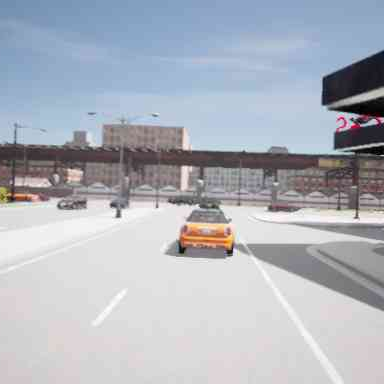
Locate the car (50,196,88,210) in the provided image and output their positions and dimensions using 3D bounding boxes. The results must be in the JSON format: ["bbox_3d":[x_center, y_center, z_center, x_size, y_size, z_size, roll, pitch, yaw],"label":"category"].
[{"bbox_3d":[-13.099,1.176,36.670,2.128,1.511,4.902,2,0,5],"label":"car"}]

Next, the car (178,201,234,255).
[{"bbox_3d":[0.650,1.472,14.193,2.097,1.767,4.553,2,0,3],"label":"car"}]

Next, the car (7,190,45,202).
[{"bbox_3d":[-25.398,0.605,50.334,4.553,1.767,2.097,3,0,4],"label":"car"}]

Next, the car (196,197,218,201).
[{"bbox_3d":[1.832,1.528,35.528,2.150,2.045,5.566,2,0,3],"label":"car"}]

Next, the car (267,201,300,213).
[{"bbox_3d":[14.031,2.276,51.418,4.553,1.767,2.097,2,0,3],"label":"car"}]

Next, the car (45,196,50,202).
[{"bbox_3d":[-25.028,0.817,53.830,4.674,1.442,1.812,2,0,4],"label":"car"}]

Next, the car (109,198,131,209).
[{"bbox_3d":[-9.380,1.450,43.604,1.994,1.385,4.181,2,0,2],"label":"car"}]

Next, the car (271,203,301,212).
[{"bbox_3d":[16.420,2.671,58.417,4.718,1.301,1.895,2,0,4],"label":"car"}]

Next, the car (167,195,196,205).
[{"bbox_3d":[-1.834,1.549,63.016,5.566,2.045,2.150,2,0,4],"label":"car"}]
